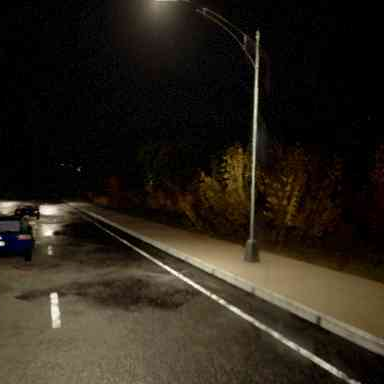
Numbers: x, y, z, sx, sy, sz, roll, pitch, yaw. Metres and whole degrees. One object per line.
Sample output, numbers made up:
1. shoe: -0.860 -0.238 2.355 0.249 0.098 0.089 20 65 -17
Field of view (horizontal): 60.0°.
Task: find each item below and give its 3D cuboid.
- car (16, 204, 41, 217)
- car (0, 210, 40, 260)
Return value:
1. car: -14.126 1.658 28.790 1.895 1.301 4.718 1 -1 -24
2. car: -6.794 1.581 12.123 1.994 1.385 4.181 1 -1 -24
